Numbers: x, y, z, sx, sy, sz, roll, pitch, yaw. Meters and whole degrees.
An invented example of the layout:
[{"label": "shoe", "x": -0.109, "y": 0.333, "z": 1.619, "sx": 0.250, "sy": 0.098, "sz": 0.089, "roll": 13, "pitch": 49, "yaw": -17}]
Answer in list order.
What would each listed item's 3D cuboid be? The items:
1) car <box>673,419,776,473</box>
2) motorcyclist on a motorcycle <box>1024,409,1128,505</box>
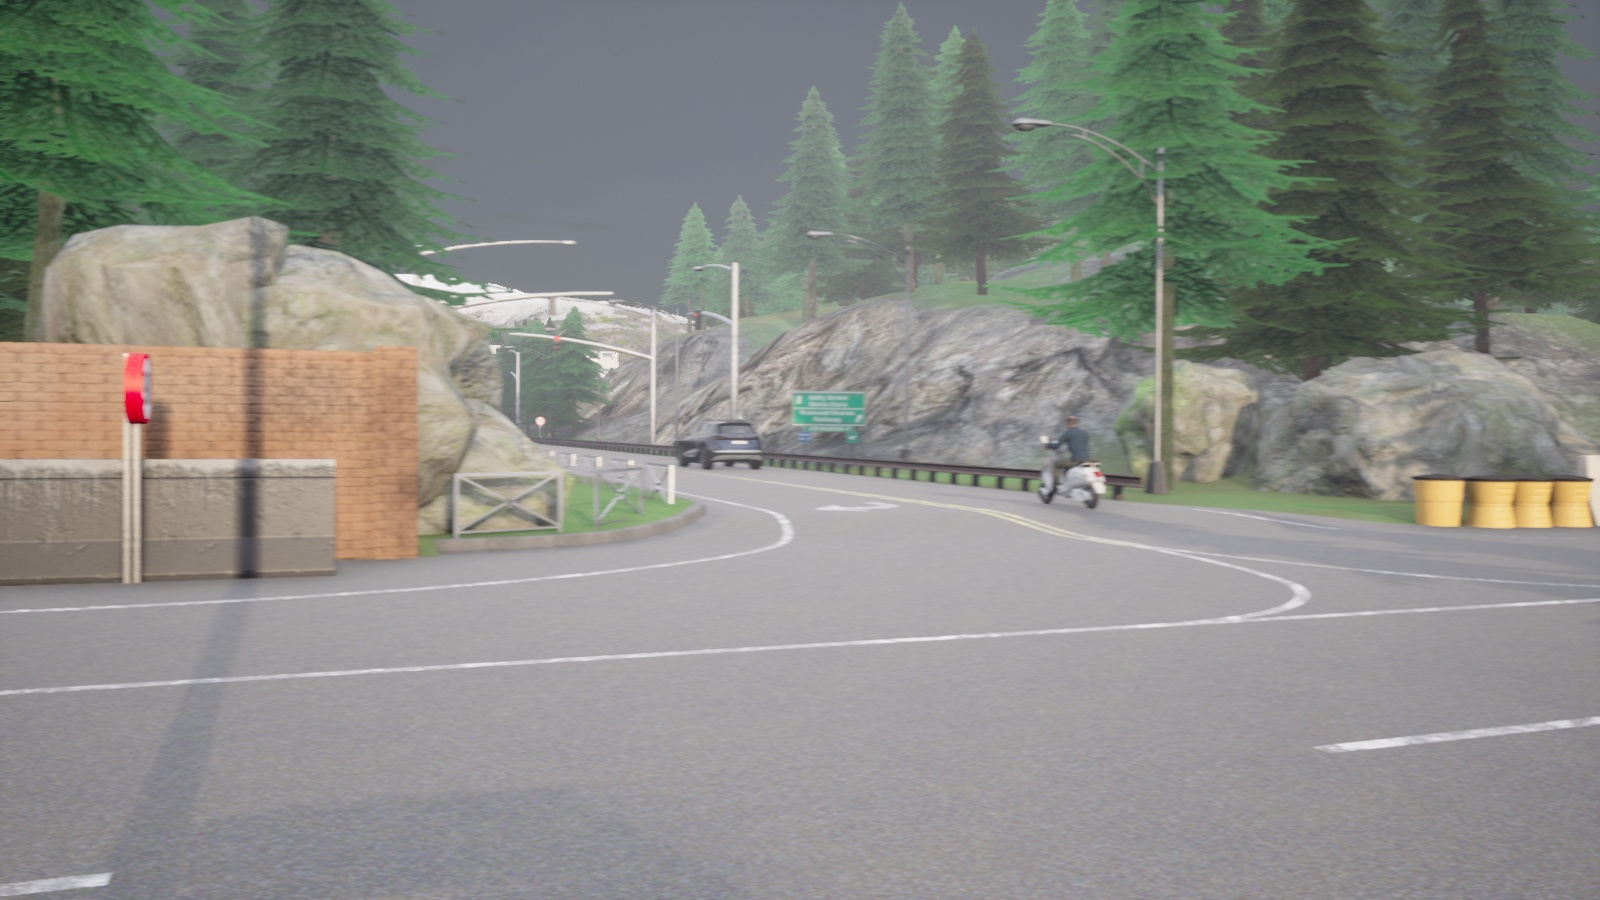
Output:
[{"label": "car", "x": -2.576, "y": -0.158, "z": 41.494, "sx": 2.033, "sy": 1.649, "sz": 4.856, "roll": -1, "pitch": 1, "yaw": -20}, {"label": "motorcyclist on a motorcycle", "x": 4.773, "y": 0.102, "z": 21.877, "sx": 0.866, "sy": 1.590, "sz": 1.817, "roll": -1, "pitch": 1, "yaw": -23}]
